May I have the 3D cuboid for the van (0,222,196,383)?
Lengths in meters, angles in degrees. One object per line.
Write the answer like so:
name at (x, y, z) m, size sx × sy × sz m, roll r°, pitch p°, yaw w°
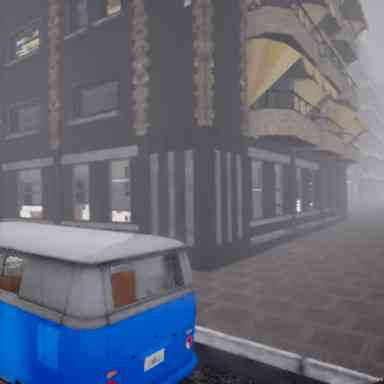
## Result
van at (-1.858, 1.343, 4.221) m, size 3.998 × 1.788 × 1.690 m, roll 0°, pitch -1°, yaw 36°

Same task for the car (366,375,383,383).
car at (2.543, 1.440, 1.080) m, size 4.097 × 1.590 × 1.967 m, roll 0°, pitch -1°, yaw 36°
